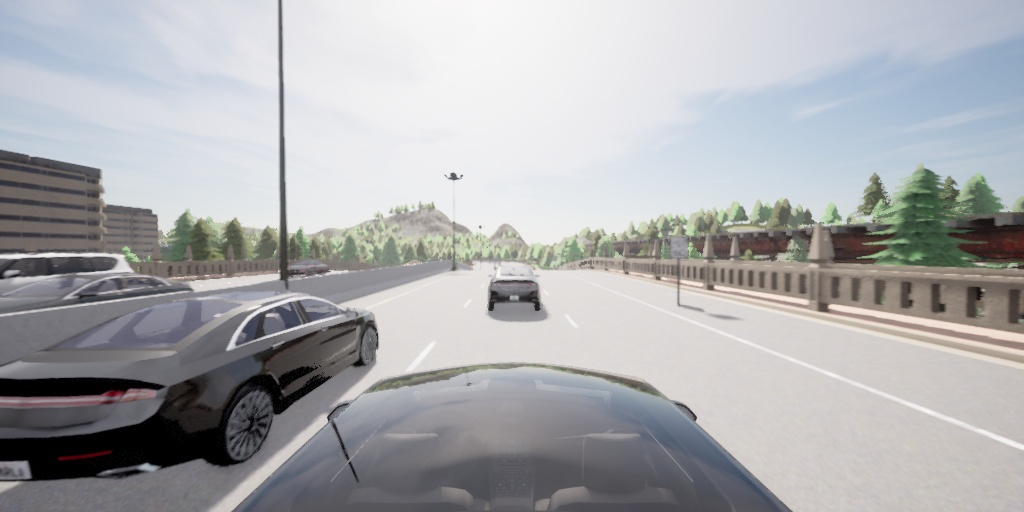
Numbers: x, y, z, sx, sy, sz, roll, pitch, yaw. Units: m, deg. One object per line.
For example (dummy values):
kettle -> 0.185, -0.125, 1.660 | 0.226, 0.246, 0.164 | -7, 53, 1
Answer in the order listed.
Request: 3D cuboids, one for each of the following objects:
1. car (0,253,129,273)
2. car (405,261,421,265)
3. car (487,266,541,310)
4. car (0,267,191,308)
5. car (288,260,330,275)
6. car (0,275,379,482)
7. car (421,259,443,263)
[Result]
car -> -14.112, 0.921, 10.147 | 2.150, 2.045, 5.566 | 0, 1, 0
car -> -14.139, 1.409, 52.422 | 1.882, 1.535, 5.008 | 0, -3, 0
car -> 0.078, 1.130, 13.986 | 2.128, 1.511, 4.902 | 0, 1, 0
car -> -10.608, 1.196, 8.908 | 2.128, 1.511, 4.902 | 0, 1, 0
car -> -17.639, 1.079, 31.130 | 1.994, 1.385, 4.181 | 0, 1, 0
car -> -3.423, 1.219, 4.859 | 2.128, 1.511, 4.902 | 0, 1, 0
car -> -10.641, 1.143, 49.979 | 2.097, 1.767, 4.553 | 0, -3, 0
